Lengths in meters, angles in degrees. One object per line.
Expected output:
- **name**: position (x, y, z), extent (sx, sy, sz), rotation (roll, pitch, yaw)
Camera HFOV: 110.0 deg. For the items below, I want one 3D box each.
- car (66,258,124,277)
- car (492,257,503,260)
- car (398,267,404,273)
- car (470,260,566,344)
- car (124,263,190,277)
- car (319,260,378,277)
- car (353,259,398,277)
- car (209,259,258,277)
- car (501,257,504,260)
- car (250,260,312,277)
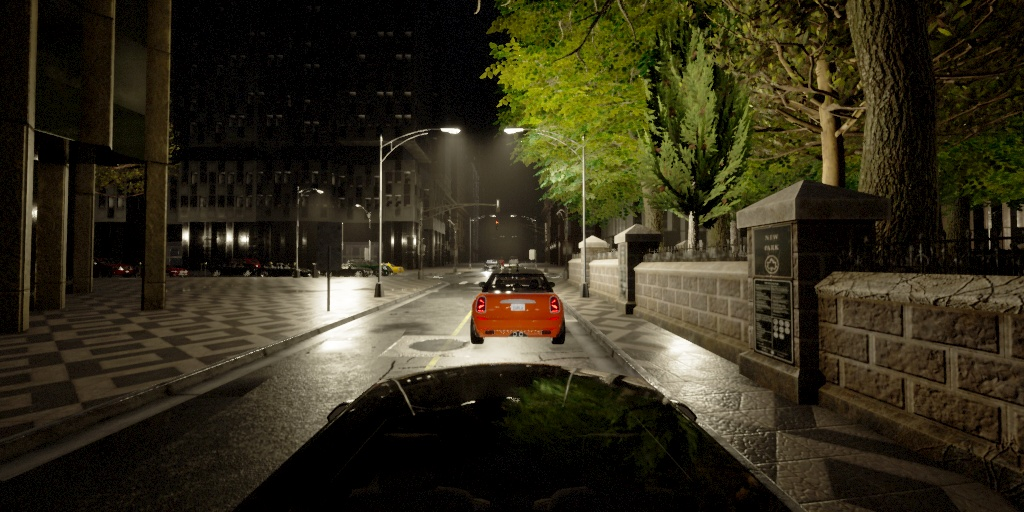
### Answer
- **car**: position (-36.549, 1.061, 31.732), extent (5.009, 1.841, 2.192), rotation (0, 0, 1)
- **car**: position (-2.859, 1.325, 50.787), extent (2.128, 1.511, 4.902), rotation (0, 0, 0)
- **car**: position (-14.588, 1.425, 40.028), extent (4.829, 1.417, 1.751), rotation (0, 0, 1)
- **car**: position (0.132, 1.107, 9.723), extent (2.097, 1.767, 4.553), rotation (0, 0, 0)
- **car**: position (-31.036, 1.320, 31.675), extent (4.207, 1.307, 1.802), rotation (0, 0, 1)
- **car**: position (-14.498, 1.267, 31.504), extent (4.403, 1.370, 2.007), rotation (0, 0, 1)
- **car**: position (-13.728, 1.125, 34.176), extent (4.553, 1.767, 2.097), rotation (0, -1, 0)
- **car**: position (-26.047, 1.294, 34.301), extent (4.892, 1.490, 1.837), rotation (0, -1, 0)
- **car**: position (-2.792, 1.369, 61.162), extent (1.837, 1.490, 4.892), rotation (0, 0, 1)
- **car**: position (-20.010, 1.289, 31.561), extent (4.313, 1.339, 1.948), rotation (0, 0, 1)
